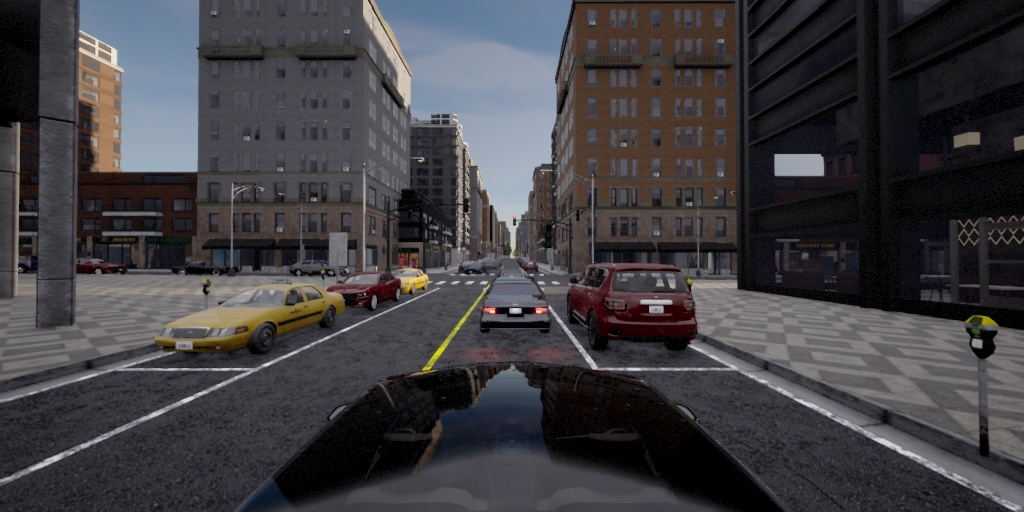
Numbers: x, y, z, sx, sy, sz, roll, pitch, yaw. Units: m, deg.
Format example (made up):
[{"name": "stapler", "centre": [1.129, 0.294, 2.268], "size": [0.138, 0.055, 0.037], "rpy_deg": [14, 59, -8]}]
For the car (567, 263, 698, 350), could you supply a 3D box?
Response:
[{"name": "car", "centre": [2.650, 1.071, 9.008], "size": [2.192, 1.841, 5.009], "rpy_deg": [0, 0, 0]}]

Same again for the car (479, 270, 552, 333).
[{"name": "car", "centre": [0.068, 1.306, 10.741], "size": [2.033, 1.411, 5.357], "rpy_deg": [0, 0, 0]}]

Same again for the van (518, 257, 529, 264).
[{"name": "van", "centre": [2.502, 1.151, 64.297], "size": [1.690, 1.789, 3.998], "rpy_deg": [0, 0, 0]}]

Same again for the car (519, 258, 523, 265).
[{"name": "car", "centre": [2.517, 1.386, 58.623], "size": [1.802, 1.307, 4.207], "rpy_deg": [0, 0, 0]}]

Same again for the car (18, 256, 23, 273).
[{"name": "car", "centre": [-46.940, 0.853, 31.542], "size": [4.892, 1.490, 1.837], "rpy_deg": [1, -1, 1]}]

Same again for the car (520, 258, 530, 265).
[{"name": "car", "centre": [2.532, 1.380, 52.950], "size": [1.802, 1.307, 4.207], "rpy_deg": [0, 0, 0]}]

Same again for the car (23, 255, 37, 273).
[{"name": "car", "centre": [-47.613, 0.728, 34.645], "size": [4.553, 1.767, 2.097], "rpy_deg": [1, -1, 1]}]

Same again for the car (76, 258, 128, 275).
[{"name": "car", "centre": [-36.831, 0.918, 31.474], "size": [5.008, 1.535, 1.882], "rpy_deg": [1, -1, 0]}]

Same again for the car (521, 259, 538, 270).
[{"name": "car", "centre": [2.548, 1.375, 47.276], "size": [1.802, 1.307, 4.207], "rpy_deg": [0, 0, 0]}]

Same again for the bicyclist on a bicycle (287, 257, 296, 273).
[{"name": "bicyclist on a bicycle", "centre": [-23.108, 0.934, 37.659], "size": [0.582, 1.620, 1.656], "rpy_deg": [0, 0, 0]}]

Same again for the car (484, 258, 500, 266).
[{"name": "car", "centre": [-3.227, 1.362, 52.120], "size": [1.994, 1.385, 4.181], "rpy_deg": [0, 0, 0]}]

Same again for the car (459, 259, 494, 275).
[{"name": "car", "centre": [-3.909, 1.333, 40.483], "size": [2.033, 1.411, 5.357], "rpy_deg": [0, 0, 10]}]

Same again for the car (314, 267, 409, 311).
[{"name": "car", "centre": [-5.891, 1.307, 14.619], "size": [1.888, 1.381, 4.507], "rpy_deg": [0, 0, 0]}]

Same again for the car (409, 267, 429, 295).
[{"name": "car", "centre": [-5.906, 1.292, 20.073], "size": [1.751, 1.417, 4.829], "rpy_deg": [0, 0, 0]}]

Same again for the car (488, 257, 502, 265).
[{"name": "car", "centre": [-3.230, 1.375, 64.467], "size": [1.994, 1.385, 4.181], "rpy_deg": [0, 0, 0]}]

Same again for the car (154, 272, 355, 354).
[{"name": "car", "centre": [-5.876, 1.282, 8.824], "size": [1.751, 1.417, 4.829], "rpy_deg": [0, 0, 0]}]

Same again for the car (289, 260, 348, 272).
[{"name": "car", "centre": [-16.839, 1.113, 31.396], "size": [4.902, 1.511, 2.128], "rpy_deg": [1, -1, 0]}]

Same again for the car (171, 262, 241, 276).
[{"name": "car", "centre": [-26.737, 1.133, 31.430], "size": [4.718, 1.301, 1.895], "rpy_deg": [1, -1, 0]}]

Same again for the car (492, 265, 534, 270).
[{"name": "car", "centre": [0.020, 1.368, 20.467], "size": [1.895, 1.301, 4.718], "rpy_deg": [0, 0, 0]}]
